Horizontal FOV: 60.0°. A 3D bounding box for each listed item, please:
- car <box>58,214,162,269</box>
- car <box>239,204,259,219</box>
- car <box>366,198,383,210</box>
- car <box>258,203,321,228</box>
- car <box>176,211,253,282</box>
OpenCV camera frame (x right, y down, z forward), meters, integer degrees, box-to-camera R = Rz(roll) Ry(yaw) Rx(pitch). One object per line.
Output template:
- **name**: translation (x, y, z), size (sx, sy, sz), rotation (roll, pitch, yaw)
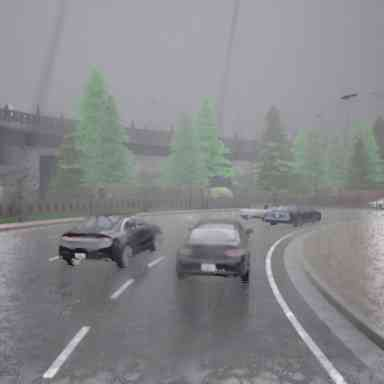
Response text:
- **car**: translation (-2.451, 1.468, 11.162), size (2.128, 1.511, 4.902), rotation (0, 0, 12)
- **car**: translation (5.774, 1.546, 26.055), size (1.895, 1.301, 4.718), rotation (0, 0, 44)
- **car**: translation (24.236, 1.438, 41.487), size (4.674, 1.442, 1.812), rotation (0, 0, -5)
- **car**: translation (6.821, 1.501, 22.169), size (2.033, 1.411, 5.357), rotation (0, 0, 40)
- **car**: translation (0.773, 1.505, 9.682), size (1.812, 1.442, 4.674), rotation (0, 0, 10)
